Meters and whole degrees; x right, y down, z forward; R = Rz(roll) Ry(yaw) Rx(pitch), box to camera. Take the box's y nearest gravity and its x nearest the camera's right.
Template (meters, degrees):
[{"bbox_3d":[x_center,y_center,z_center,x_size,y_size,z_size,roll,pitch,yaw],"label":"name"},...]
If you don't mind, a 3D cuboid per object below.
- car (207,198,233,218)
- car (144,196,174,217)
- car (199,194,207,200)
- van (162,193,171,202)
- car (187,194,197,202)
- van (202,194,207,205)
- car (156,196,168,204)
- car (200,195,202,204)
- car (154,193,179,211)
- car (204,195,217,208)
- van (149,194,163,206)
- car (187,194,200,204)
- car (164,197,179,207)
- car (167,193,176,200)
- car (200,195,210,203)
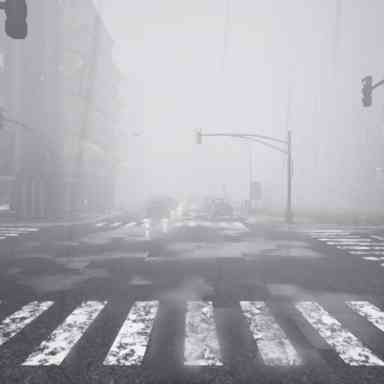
[{"bbox_3d":[2.662,1.522,29.987,1.887,1.381,4.507,-1,0,0],"label":"car"},{"bbox_3d":[-3.079,1.453,31.218,1.882,1.535,5.008,0,0,0],"label":"car"},{"bbox_3d":[2.726,1.313,86.445,1.967,1.590,4.097,-1,0,0],"label":"car"},{"bbox_3d":[-5.665,1.242,75.127,1.690,1.788,3.998,-1,0,0],"label":"van"},{"bbox_3d":[0.065,1.264,71.014,2.097,1.767,4.553,0,0,0],"label":"car"},{"bbox_3d":[2.668,1.295,46.924,1.690,1.788,3.998,-1,0,0],"label":"van"},{"bbox_3d":[-5.668,1.470,63.833,1.887,1.381,4.507,-1,0,0],"label":"car"},{"bbox_3d":[2.674,1.490,52.570,1.887,1.381,4.507,-1,0,0],"label":"car"},{"bbox_3d":[-3.069,1.315,40.532,2.097,1.767,4.553,0,0,0],"label":"car"},{"bbox_3d":[2.664,1.410,35.632,1.967,1.590,4.097,-1,0,0],"label":"car"},{"bbox_3d":[-5.677,1.286,52.541,1.690,1.788,3.998,-1,0,0],"label":"van"},{"bbox_3d":[0.132,1.479,60.387,2.033,1.411,5.357,0,0,0],"label":"car"},{"bbox_3d":[-3.052,1.513,50.497,1.994,1.385,4.181,0,0,0],"label":"car"},{"bbox_3d":[-5.656,1.173,92.065,2.192,1.841,5.009,-1,0,0],"label":"car"},{"bbox_3d":[2.687,1.353,69.507,1.967,1.590,4.097,-1,0,0],"label":"car"}]
